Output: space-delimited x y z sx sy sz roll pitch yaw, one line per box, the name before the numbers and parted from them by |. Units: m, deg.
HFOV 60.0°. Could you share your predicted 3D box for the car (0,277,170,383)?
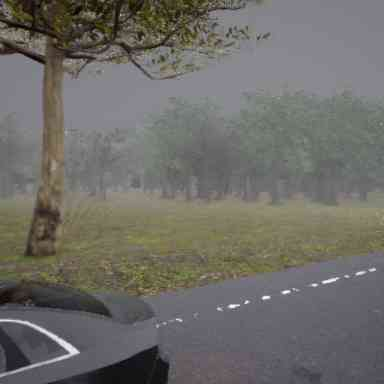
car | -2.477 1.501 2.227 4.892 1.490 1.837 1 0 -36
